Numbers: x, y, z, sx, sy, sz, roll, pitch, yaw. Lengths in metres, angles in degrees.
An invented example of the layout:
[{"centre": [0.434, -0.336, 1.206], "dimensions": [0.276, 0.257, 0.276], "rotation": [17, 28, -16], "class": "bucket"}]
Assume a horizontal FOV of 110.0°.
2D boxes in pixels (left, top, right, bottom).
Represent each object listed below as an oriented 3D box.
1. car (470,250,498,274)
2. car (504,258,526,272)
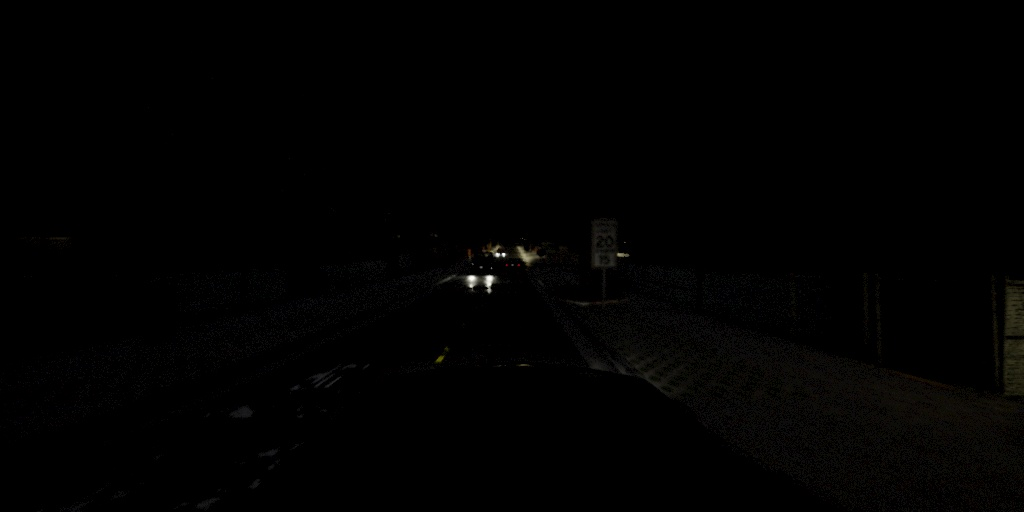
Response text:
[{"centre": [-2.760, 0.615, 34.750], "dimensions": [2.150, 2.045, 5.566], "rotation": [0, 1, 0], "class": "car"}, {"centre": [0.392, 0.892, 37.607], "dimensions": [2.033, 1.411, 5.357], "rotation": [0, 1, 8], "class": "car"}]
